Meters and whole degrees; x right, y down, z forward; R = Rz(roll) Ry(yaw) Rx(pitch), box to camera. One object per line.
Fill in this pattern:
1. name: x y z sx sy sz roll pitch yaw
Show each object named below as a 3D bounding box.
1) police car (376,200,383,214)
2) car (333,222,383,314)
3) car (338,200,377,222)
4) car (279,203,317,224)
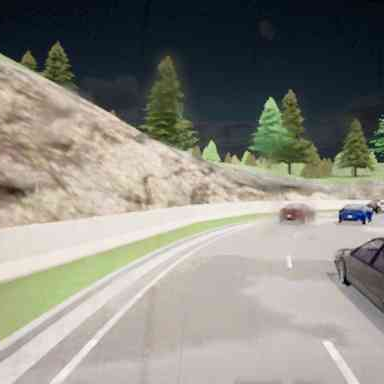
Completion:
1. police car: 22.424 1.806 39.964 4.974 1.542 2.038 1 0 -33
2. car: 4.310 1.603 6.468 2.033 1.411 5.357 0 0 10
3. car: 13.060 1.661 26.403 1.882 1.535 5.008 0 0 36
4. car: 8.433 1.619 26.329 1.882 1.535 5.008 0 0 33
